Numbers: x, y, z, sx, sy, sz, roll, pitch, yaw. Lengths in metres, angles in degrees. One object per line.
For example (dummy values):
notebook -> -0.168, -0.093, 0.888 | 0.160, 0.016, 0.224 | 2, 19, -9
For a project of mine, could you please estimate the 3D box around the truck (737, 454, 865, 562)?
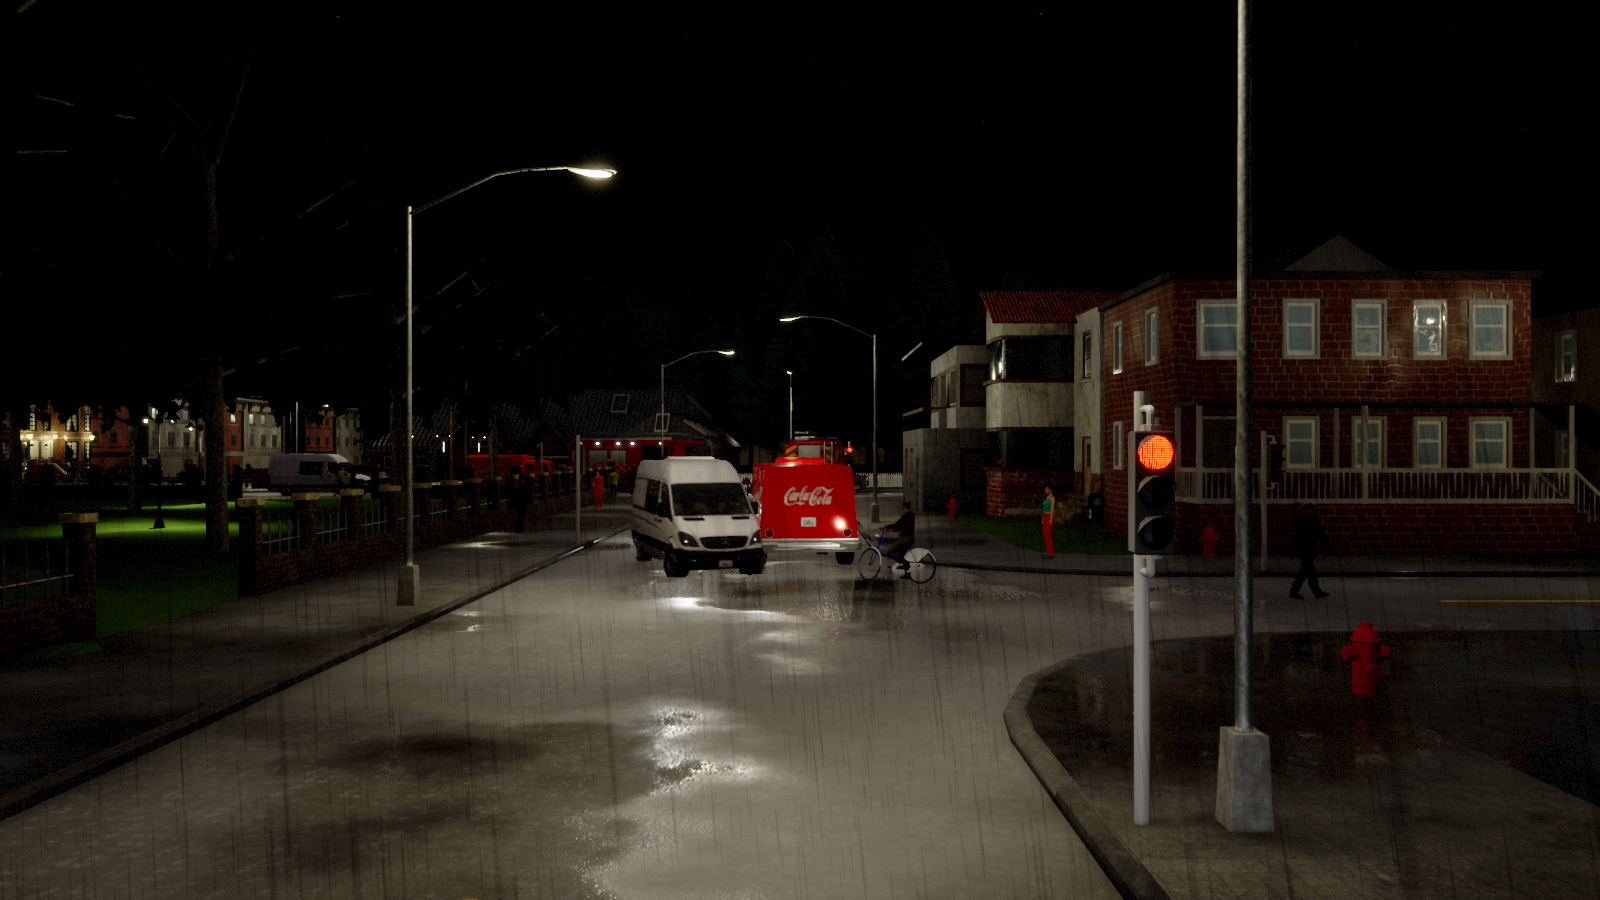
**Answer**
truck -> -0.107, 1.336, 28.945 | 2.627, 2.467, 5.204 | 0, 0, -7

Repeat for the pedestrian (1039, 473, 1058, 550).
pedestrian -> 6.059, 1.504, 27.875 | 0.375, 1.860, 0.375 | 0, 0, -4

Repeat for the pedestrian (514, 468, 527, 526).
pedestrian -> -9.012, 1.509, 36.839 | 0.375, 1.860, 0.375 | 0, 0, -16

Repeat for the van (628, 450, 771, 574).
van -> -2.532, 1.301, 27.015 | 1.988, 2.561, 5.915 | 0, 0, -19

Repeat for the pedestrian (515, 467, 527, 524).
pedestrian -> -9.240, 1.508, 37.853 | 0.375, 1.860, 0.375 | 0, 0, -8

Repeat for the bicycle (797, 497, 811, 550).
bicycle -> 0.094, 1.927, 30.359 | 0.329, 1.271, 1.835 | 0, 0, -1

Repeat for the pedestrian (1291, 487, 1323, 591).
pedestrian -> 9.281, 1.619, 20.916 | 0.375, 1.860, 0.375 | 0, 0, -18
